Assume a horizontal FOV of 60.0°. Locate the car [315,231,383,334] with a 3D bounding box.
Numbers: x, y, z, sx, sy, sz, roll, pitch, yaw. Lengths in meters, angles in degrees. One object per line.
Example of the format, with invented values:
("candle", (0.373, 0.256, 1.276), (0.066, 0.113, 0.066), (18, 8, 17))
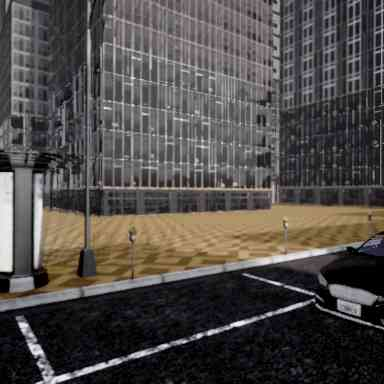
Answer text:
("car", (4.385, 1.503, 6.481), (4.902, 1.511, 2.128), (0, 0, -35))
